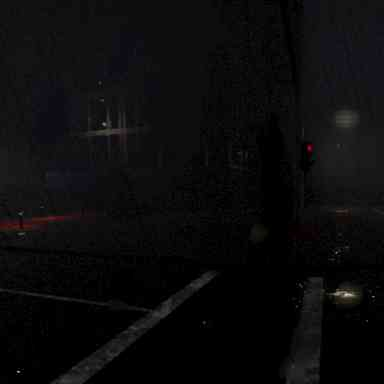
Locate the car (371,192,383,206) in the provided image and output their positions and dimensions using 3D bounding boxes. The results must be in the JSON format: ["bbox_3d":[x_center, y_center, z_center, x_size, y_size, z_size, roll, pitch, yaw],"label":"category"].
[{"bbox_3d":[20.172,0.661,35.119,2.033,1.411,5.357,0,1,22],"label":"car"}]
